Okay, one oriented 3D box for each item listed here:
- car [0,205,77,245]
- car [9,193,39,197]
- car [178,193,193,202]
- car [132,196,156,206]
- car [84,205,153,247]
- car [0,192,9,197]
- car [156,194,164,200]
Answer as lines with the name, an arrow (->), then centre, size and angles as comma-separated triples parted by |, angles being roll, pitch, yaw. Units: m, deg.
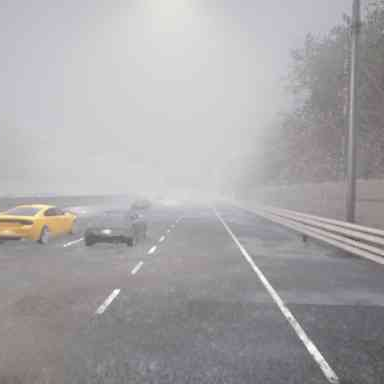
car -> -6.682, 1.297, 14.622 | 1.882, 1.535, 5.008 | 2, 0, 2
car -> -23.212, 0.846, 47.180 | 1.882, 1.535, 5.008 | 2, 0, 2
car -> -1.400, 1.482, 73.763 | 1.812, 1.442, 4.674 | 2, 0, 2
car -> -5.927, 1.401, 39.819 | 1.994, 1.385, 4.181 | 2, 0, 2
car -> -3.183, 1.478, 14.638 | 1.994, 1.385, 4.181 | 2, 0, 2
car -> -26.697, 0.799, 47.578 | 1.812, 1.442, 4.674 | 2, 0, 2
car -> -8.097, 1.254, 83.799 | 1.882, 1.535, 5.008 | 2, 0, 2
